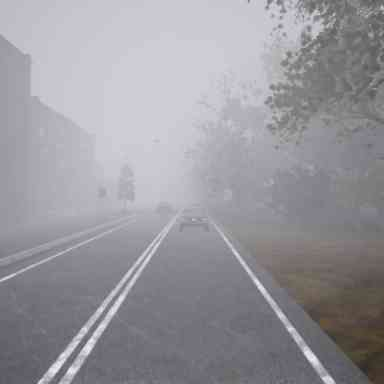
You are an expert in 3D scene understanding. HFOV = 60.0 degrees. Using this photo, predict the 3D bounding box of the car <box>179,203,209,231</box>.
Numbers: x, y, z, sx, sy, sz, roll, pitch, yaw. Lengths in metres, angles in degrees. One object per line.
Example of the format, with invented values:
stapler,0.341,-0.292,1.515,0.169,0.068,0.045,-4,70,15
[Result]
car,0.122,1.646,21.505,2.033,1.411,5.357,0,-1,0

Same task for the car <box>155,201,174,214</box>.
car,-3.259,1.851,40.000,1.837,1.490,4.892,0,-1,0
